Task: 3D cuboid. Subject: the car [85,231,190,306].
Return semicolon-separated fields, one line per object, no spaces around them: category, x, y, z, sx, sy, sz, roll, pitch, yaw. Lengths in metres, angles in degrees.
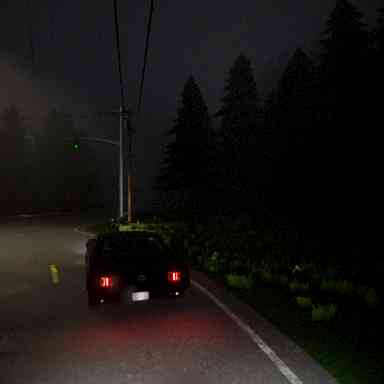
car;-1.615;1.601;8.148;1.895;1.301;4.718;0;0;-18
